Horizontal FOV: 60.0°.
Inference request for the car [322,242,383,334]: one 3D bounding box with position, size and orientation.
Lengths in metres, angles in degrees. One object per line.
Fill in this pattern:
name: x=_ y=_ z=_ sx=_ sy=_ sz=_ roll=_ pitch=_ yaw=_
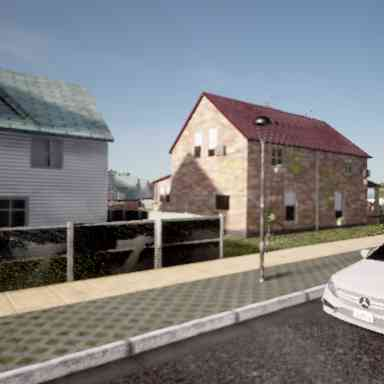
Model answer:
car: x=4.397 y=1.541 z=6.187 sx=4.674 sy=1.442 sz=1.812 roll=0 pitch=0 yaw=-35
